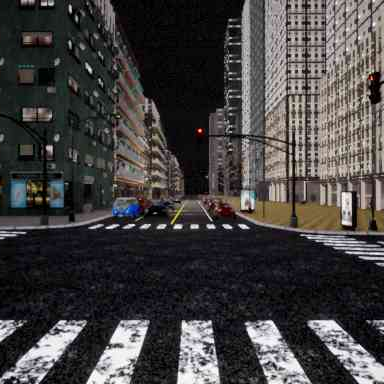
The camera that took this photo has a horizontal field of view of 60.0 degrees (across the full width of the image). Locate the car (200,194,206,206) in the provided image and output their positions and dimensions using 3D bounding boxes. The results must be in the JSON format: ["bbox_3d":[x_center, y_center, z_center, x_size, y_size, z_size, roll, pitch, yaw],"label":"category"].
[{"bbox_3d":[2.791,1.468,56.057,1.967,1.590,4.097,0,0,0],"label":"car"}]

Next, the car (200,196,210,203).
[{"bbox_3d":[2.818,1.590,72.640,1.887,1.381,4.507,0,0,0],"label":"car"}]

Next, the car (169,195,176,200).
[{"bbox_3d":[-5.526,1.639,94.765,1.947,1.339,4.313,0,0,0],"label":"car"}]

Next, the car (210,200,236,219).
[{"bbox_3d":[2.744,1.592,28.419,1.802,1.307,4.206,0,0,0],"label":"car"}]

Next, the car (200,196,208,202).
[{"bbox_3d":[2.827,1.634,78.167,1.802,1.307,4.206,0,0,0],"label":"car"}]

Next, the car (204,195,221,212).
[{"bbox_3d":[2.764,1.456,39.475,1.967,1.590,4.097,0,0,0],"label":"car"}]

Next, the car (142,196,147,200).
[{"bbox_3d":[-5.626,1.327,33.962,2.192,1.841,5.009,0,0,0],"label":"car"}]

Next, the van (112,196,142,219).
[{"bbox_3d":[-5.635,1.351,28.434,1.690,1.788,3.998,0,0,0],"label":"van"}]

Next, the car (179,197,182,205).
[{"bbox_3d":[-2.920,1.581,61.859,2.033,1.411,5.357,0,0,1],"label":"car"}]

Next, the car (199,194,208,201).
[{"bbox_3d":[2.838,1.373,83.695,2.192,1.841,5.009,0,0,0],"label":"car"}]

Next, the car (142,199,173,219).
[{"bbox_3d":[-3.051,1.574,29.455,1.994,1.385,4.181,0,0,0],"label":"car"}]

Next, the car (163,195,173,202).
[{"bbox_3d":[-5.553,1.492,78.182,1.967,1.590,4.097,0,0,0],"label":"car"}]

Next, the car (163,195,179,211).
[{"bbox_3d":[-3.033,1.508,39.861,2.128,1.511,4.902,0,0,0],"label":"car"}]

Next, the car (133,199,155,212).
[{"bbox_3d":[-5.618,1.560,39.490,1.887,1.381,4.507,0,0,0],"label":"car"}]
